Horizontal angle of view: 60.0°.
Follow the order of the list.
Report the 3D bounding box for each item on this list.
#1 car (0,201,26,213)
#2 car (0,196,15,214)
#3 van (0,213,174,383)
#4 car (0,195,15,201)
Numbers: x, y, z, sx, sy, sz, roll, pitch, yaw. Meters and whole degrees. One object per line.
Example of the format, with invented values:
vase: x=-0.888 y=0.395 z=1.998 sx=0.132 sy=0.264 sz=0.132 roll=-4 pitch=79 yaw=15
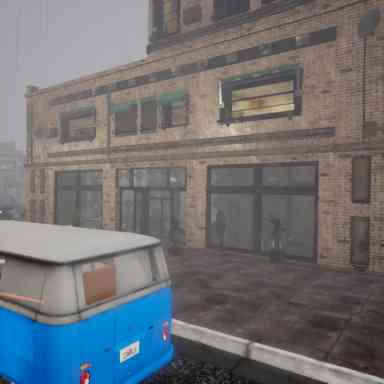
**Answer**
car: x=-15.307 y=1.793 z=30.607 sx=1.947 sy=1.339 sz=4.313 roll=0 pitch=0 yaw=36
car: x=-22.069 y=1.411 z=35.552 sx=2.192 sy=1.841 sz=5.009 roll=0 pitch=0 yaw=36
van: x=-2.124 y=1.340 z=4.363 sx=3.998 sy=1.788 sz=1.690 roll=0 pitch=1 yaw=35
car: x=-20.535 y=1.343 z=33.251 sx=2.150 sy=2.045 sz=5.566 roll=1 pitch=1 yaw=36
